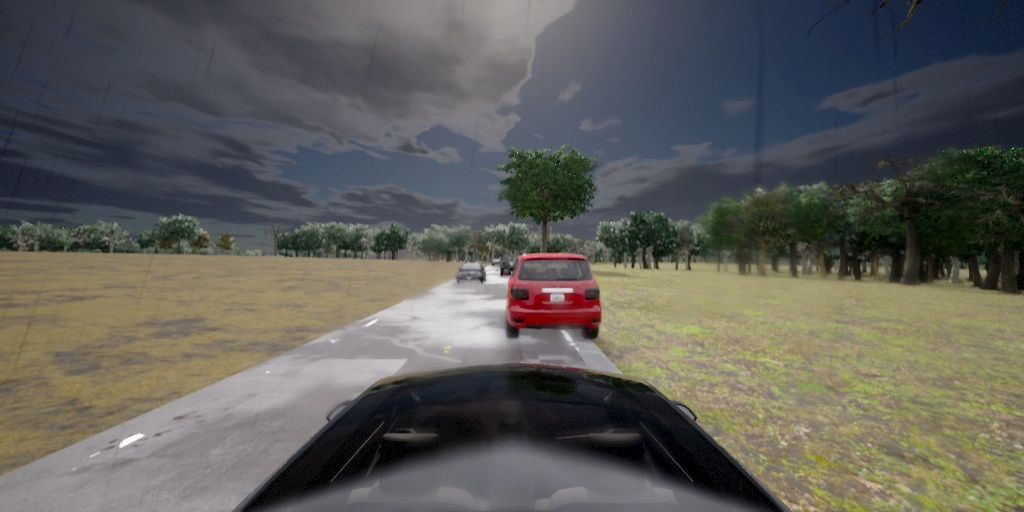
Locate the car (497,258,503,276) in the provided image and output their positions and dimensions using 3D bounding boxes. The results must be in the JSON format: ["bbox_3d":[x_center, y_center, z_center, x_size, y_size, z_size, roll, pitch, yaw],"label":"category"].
[{"bbox_3d":[-0.020,0.863,35.601,2.150,2.045,5.566,0,0,0],"label":"car"}]

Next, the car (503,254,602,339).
[{"bbox_3d":[0.938,0.954,10.141,2.150,2.045,5.566,0,0,0],"label":"car"}]

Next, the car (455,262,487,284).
[{"bbox_3d":[-2.906,1.195,26.360,1.812,1.442,4.674,0,0,0],"label":"car"}]
